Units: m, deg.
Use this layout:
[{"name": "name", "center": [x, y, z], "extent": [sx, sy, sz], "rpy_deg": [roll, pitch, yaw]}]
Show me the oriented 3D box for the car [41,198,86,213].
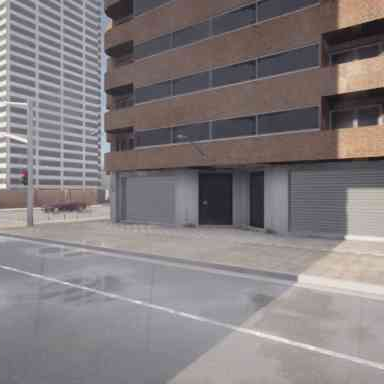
[{"name": "car", "center": [-14.151, 1.478, 36.930], "extent": [1.882, 1.535, 5.008], "rpy_deg": [0, 0, 35]}]
